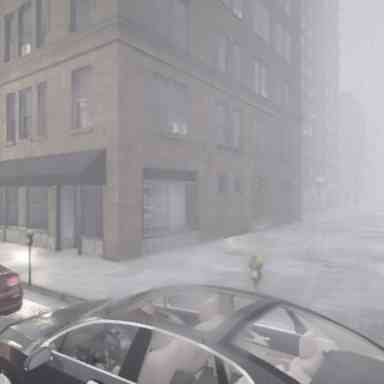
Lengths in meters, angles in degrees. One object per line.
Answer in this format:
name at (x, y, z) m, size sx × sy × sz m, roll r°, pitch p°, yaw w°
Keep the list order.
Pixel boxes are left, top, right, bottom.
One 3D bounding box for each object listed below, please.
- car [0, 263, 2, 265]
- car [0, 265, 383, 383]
car at (-4.811, 1.625, 6.262) m, size 4.206 × 1.307 × 1.802 m, roll 0°, pitch 0°, yaw 35°
car at (-0.188, 1.562, 2.980) m, size 4.403 × 1.369 × 2.008 m, roll 0°, pitch 0°, yaw 35°
